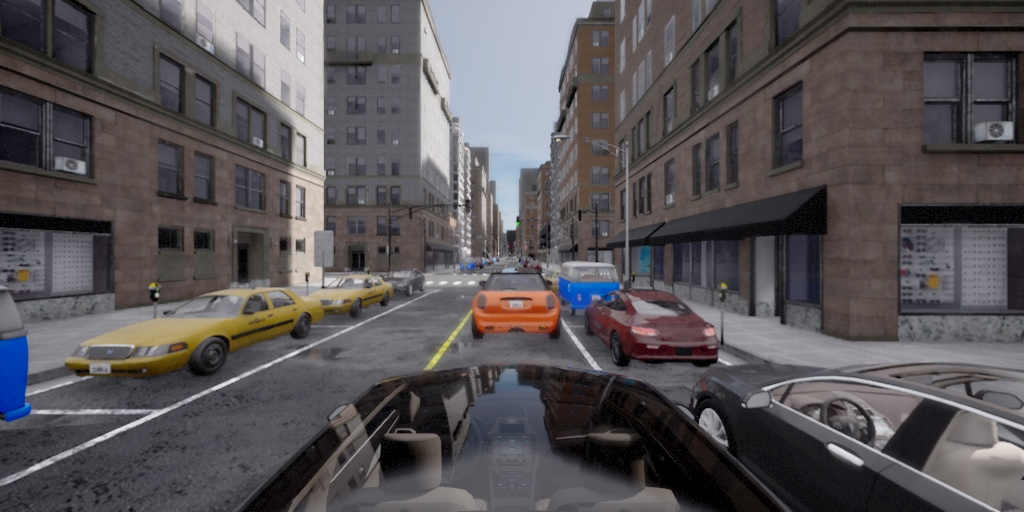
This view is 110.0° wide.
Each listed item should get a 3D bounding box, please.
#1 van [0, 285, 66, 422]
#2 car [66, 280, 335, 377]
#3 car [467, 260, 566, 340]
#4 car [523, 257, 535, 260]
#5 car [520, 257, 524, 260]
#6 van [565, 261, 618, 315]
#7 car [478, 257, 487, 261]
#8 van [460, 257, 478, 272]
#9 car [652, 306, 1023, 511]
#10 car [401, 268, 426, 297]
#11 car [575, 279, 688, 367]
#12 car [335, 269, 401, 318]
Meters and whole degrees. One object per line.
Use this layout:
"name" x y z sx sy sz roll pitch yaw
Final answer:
"van" -5.859 1.091 2.003 1.690 1.789 3.998 0 0 0
"car" -5.840 1.286 7.502 1.751 1.417 4.829 0 0 0
"car" 0.108 1.116 10.209 2.097 1.767 4.553 0 0 0
"car" 2.822 1.243 46.192 1.967 1.591 4.097 0 0 0
"car" 2.861 1.126 57.363 2.192 1.841 5.009 0 0 0
"van" 2.706 1.109 13.327 1.690 1.789 3.998 0 0 0
"car" -5.665 1.126 57.377 2.192 1.841 5.009 0 0 0
"van" -5.704 1.144 46.205 1.690 1.789 3.998 0 0 0
"car" 2.666 1.301 1.987 2.007 1.370 4.403 0 0 0
"car" -5.800 1.324 19.009 2.007 1.370 4.403 0 0 0
"car" 2.686 1.342 7.657 1.802 1.307 4.207 0 0 0
"car" -5.820 1.293 13.171 1.751 1.417 4.829 0 0 0
